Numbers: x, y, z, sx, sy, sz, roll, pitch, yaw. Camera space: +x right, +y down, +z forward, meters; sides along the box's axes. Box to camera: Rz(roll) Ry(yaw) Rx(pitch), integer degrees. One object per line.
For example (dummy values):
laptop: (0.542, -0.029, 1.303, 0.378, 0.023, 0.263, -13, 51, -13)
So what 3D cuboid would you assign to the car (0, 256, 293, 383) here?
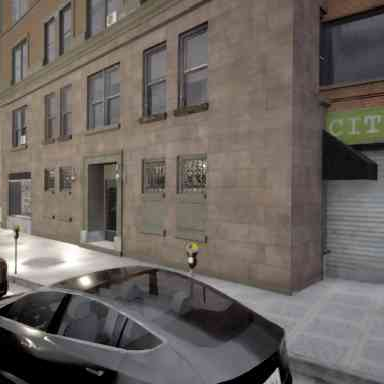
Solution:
car: (-1.063, 1.565, 3.829, 4.313, 1.339, 1.947, 0, 1, 35)
